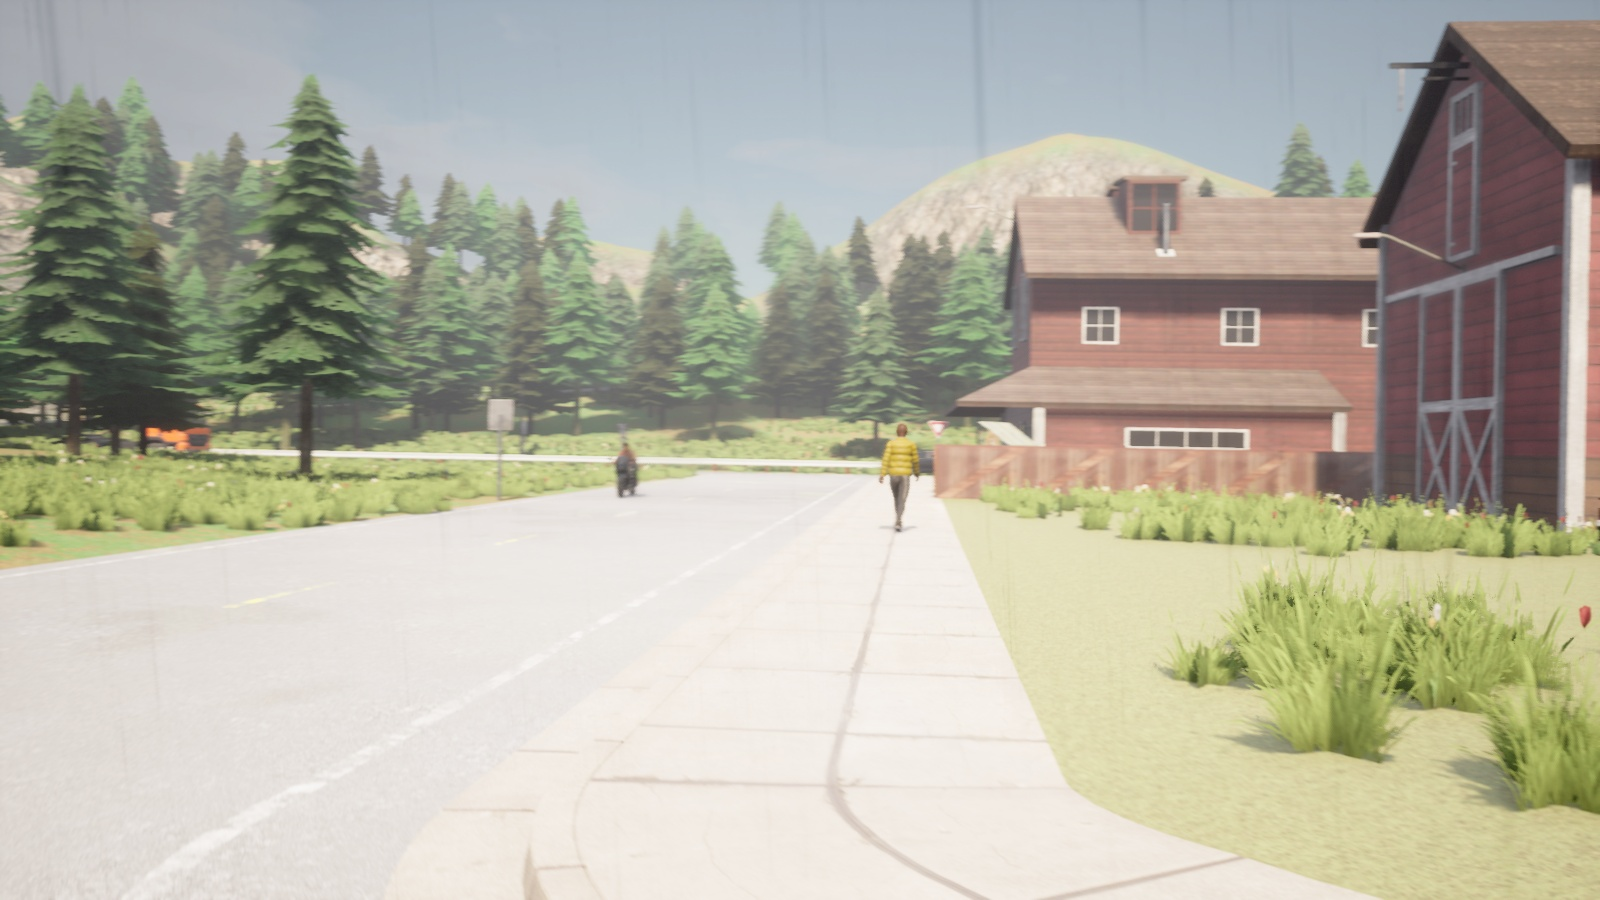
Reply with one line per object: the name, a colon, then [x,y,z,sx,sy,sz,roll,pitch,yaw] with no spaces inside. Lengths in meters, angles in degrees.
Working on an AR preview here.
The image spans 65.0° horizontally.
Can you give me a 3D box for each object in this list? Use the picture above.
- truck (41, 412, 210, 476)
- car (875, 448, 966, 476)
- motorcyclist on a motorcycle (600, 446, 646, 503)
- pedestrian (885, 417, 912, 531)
truck: [-37.148,-0.342,69.305,7.936,3.462,2.891,0,0,5]
car: [6.571,0.638,68.866,4.892,1.490,1.837,0,0,3]
motorcyclist on a motorcycle: [-4.832,0.647,34.476,0.797,1.523,2.044,0,0,5]
pedestrian: [1.625,0.386,20.606,0.370,1.835,0.726,0,0,10]
